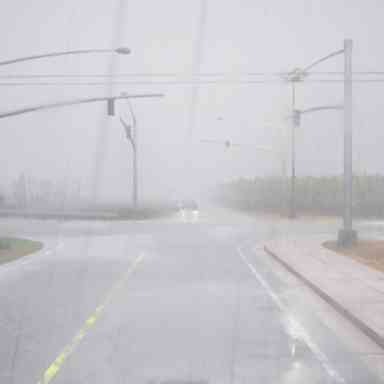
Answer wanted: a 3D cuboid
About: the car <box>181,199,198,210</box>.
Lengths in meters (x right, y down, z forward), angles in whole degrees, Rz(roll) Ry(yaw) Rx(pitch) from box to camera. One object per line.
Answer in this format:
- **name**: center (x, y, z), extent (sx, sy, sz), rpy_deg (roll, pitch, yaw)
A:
- **car**: center (-0.346, 1.490, 40.486), extent (1.895, 1.301, 4.718), rpy_deg (0, 0, -3)
